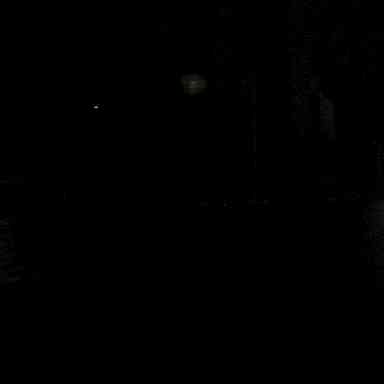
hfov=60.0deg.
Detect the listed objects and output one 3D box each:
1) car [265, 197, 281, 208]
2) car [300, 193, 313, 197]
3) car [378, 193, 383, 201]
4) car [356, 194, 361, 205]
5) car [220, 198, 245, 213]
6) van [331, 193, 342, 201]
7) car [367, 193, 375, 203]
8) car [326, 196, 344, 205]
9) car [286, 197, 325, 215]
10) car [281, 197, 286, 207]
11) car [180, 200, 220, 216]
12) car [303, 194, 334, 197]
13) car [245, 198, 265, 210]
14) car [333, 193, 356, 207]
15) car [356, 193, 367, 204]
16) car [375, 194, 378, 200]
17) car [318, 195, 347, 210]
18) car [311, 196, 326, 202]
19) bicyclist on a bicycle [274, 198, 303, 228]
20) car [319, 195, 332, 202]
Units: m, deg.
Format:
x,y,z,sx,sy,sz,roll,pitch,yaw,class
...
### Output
x,y,z,sx,sy,sz,roll,pitch,yaw,class
10.092,1.426,45.481,1.752,1.417,4.829,0,0,35,car
19.821,1.415,59.531,1.887,1.381,4.507,0,0,35,car
42.875,1.359,77.848,1.802,1.307,4.206,-1,0,35,car
23.614,1.378,50.034,1.947,1.339,4.313,0,0,35,car
3.766,1.366,36.348,1.967,1.590,4.097,0,0,35,car
35.872,1.186,82.713,1.690,1.788,3.998,-1,0,35,van
33.244,1.100,63.943,2.192,1.841,5.009,0,0,35,car
23.194,1.354,53.943,1.812,1.442,4.674,-1,0,35,car
10.773,1.424,31.491,1.947,1.339,4.313,0,0,35,car
13.399,1.455,50.258,1.947,1.339,4.313,0,0,35,car
0.557,1.524,31.713,1.802,1.307,4.206,0,0,35,car
17.338,1.337,45.485,2.128,1.511,4.902,-1,0,35,car
6.978,1.494,40.985,1.802,1.307,4.206,0,0,35,car
20.403,1.137,45.400,2.192,1.841,5.009,0,0,35,car
26.823,1.118,54.671,2.192,1.841,5.009,0,0,35,car
36.552,1.303,68.717,1.752,1.417,4.829,-1,0,35,car
17.193,1.377,40.763,1.887,1.381,4.507,0,0,35,car
26.243,1.418,68.804,1.947,1.339,4.313,0,0,35,car
5.304,1.177,18.392,1.656,1.620,0.582,-1,0,35,bicyclist on a bicycle
29.453,1.427,73.439,1.802,1.307,4.206,0,0,35,car
